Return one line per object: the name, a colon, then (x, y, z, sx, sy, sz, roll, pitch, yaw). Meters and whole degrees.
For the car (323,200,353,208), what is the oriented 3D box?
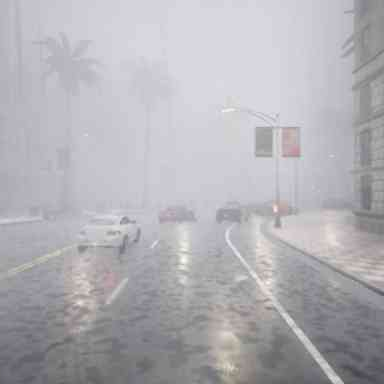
car: (26.913, 2.197, 61.360, 4.718, 1.301, 1.895, 0, -1, -8)

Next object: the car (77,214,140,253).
car: (-3.475, 1.666, 14.382, 1.812, 1.442, 4.674, 0, 0, 1)

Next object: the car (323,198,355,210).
car: (21.996, 1.690, 49.622, 4.553, 1.767, 2.097, 0, -1, -20)

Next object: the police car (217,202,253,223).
police car: (3.595, 1.704, 28.625, 1.930, 1.638, 5.238, 0, -1, 20)

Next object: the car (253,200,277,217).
car: (7.428, 1.857, 36.213, 1.837, 1.490, 4.892, 0, -1, 33)

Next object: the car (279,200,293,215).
car: (10.476, 1.742, 40.311, 2.097, 1.767, 4.553, 0, -1, 41)

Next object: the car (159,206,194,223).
car: (-1.243, 1.842, 28.510, 1.994, 1.385, 4.181, 0, -1, 19)
